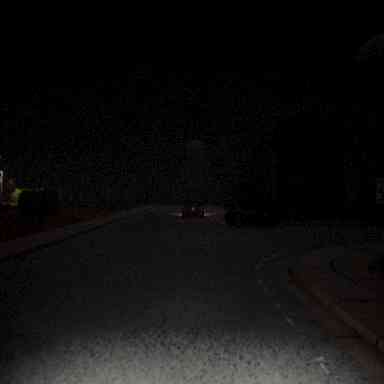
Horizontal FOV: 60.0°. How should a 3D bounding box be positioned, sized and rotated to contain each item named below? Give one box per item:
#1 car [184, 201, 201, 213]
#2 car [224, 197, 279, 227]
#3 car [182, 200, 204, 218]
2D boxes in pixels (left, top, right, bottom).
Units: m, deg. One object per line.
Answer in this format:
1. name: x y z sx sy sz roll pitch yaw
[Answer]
1. car: 0.093 1.891 43.258 2.033 1.411 5.357 0 0 0
2. car: 4.167 1.329 23.335 1.905 1.878 3.866 -7 3 -42
3. car: 0.090 1.613 32.817 2.097 1.767 4.553 0 0 0
